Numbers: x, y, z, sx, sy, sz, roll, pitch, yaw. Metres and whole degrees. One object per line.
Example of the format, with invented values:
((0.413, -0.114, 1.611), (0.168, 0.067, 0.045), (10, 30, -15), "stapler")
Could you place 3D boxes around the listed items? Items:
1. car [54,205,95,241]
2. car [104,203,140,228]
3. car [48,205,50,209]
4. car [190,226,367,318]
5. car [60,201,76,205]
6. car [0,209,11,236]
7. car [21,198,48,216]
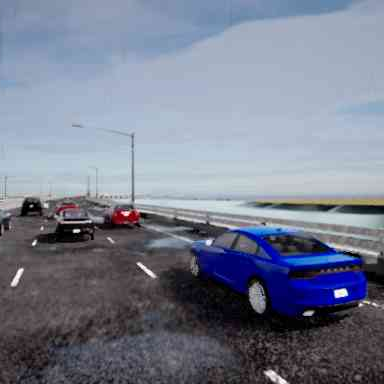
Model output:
((-6.459, 1.690, 18.269), (2.128, 1.511, 4.902), (0, -1, -22), "car")
((-5.321, 1.601, 24.876), (2.097, 1.767, 4.553), (0, -1, -22), "car")
((-24.034, 2.110, 53.295), (1.812, 1.442, 4.674), (0, 0, -21), "car")
((1.527, 1.541, 7.784), (1.882, 1.535, 5.008), (0, -1, -22), "car")
((-12.915, 1.722, 34.594), (2.097, 1.767, 4.553), (0, -1, -21), "car")
((-12.148, 1.722, 19.969), (1.882, 1.535, 5.008), (0, -1, -22), "car")
((-18.220, 1.653, 38.245), (2.150, 2.045, 5.566), (0, 0, -21), "car")
